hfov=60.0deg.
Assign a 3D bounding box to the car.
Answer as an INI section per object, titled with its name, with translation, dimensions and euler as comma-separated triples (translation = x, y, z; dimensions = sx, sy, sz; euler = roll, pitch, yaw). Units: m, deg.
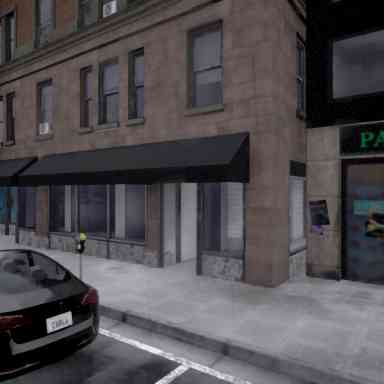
[car]
translation = -3.250, 1.566, 5.126
dimensions = 4.313, 1.339, 1.947
euler = 0, 0, 36
